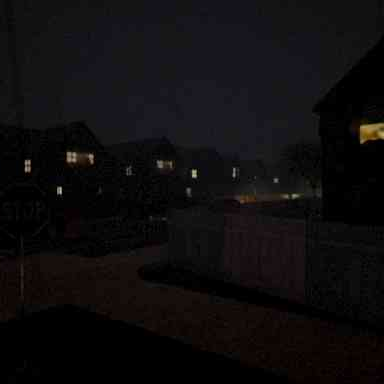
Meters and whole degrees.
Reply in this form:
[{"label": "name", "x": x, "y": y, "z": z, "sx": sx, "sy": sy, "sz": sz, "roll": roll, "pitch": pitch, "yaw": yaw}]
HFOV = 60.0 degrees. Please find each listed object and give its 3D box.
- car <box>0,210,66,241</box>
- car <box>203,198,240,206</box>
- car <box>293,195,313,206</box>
[{"label": "car", "x": -7.878, "y": 1.410, "z": 14.275, "sx": 1.837, "sy": 1.490, "sz": 4.892, "roll": -1, "pitch": 0, "yaw": 36}, {"label": "car", "x": 2.594, "y": 1.270, "z": 28.523, "sx": 1.837, "sy": 1.490, "sz": 4.892, "roll": -1, "pitch": 0, "yaw": 36}, {"label": "car", "x": 15.373, "y": 1.121, "z": 45.751, "sx": 1.882, "sy": 1.535, "sz": 5.008, "roll": -1, "pitch": -1, "yaw": 36}]
